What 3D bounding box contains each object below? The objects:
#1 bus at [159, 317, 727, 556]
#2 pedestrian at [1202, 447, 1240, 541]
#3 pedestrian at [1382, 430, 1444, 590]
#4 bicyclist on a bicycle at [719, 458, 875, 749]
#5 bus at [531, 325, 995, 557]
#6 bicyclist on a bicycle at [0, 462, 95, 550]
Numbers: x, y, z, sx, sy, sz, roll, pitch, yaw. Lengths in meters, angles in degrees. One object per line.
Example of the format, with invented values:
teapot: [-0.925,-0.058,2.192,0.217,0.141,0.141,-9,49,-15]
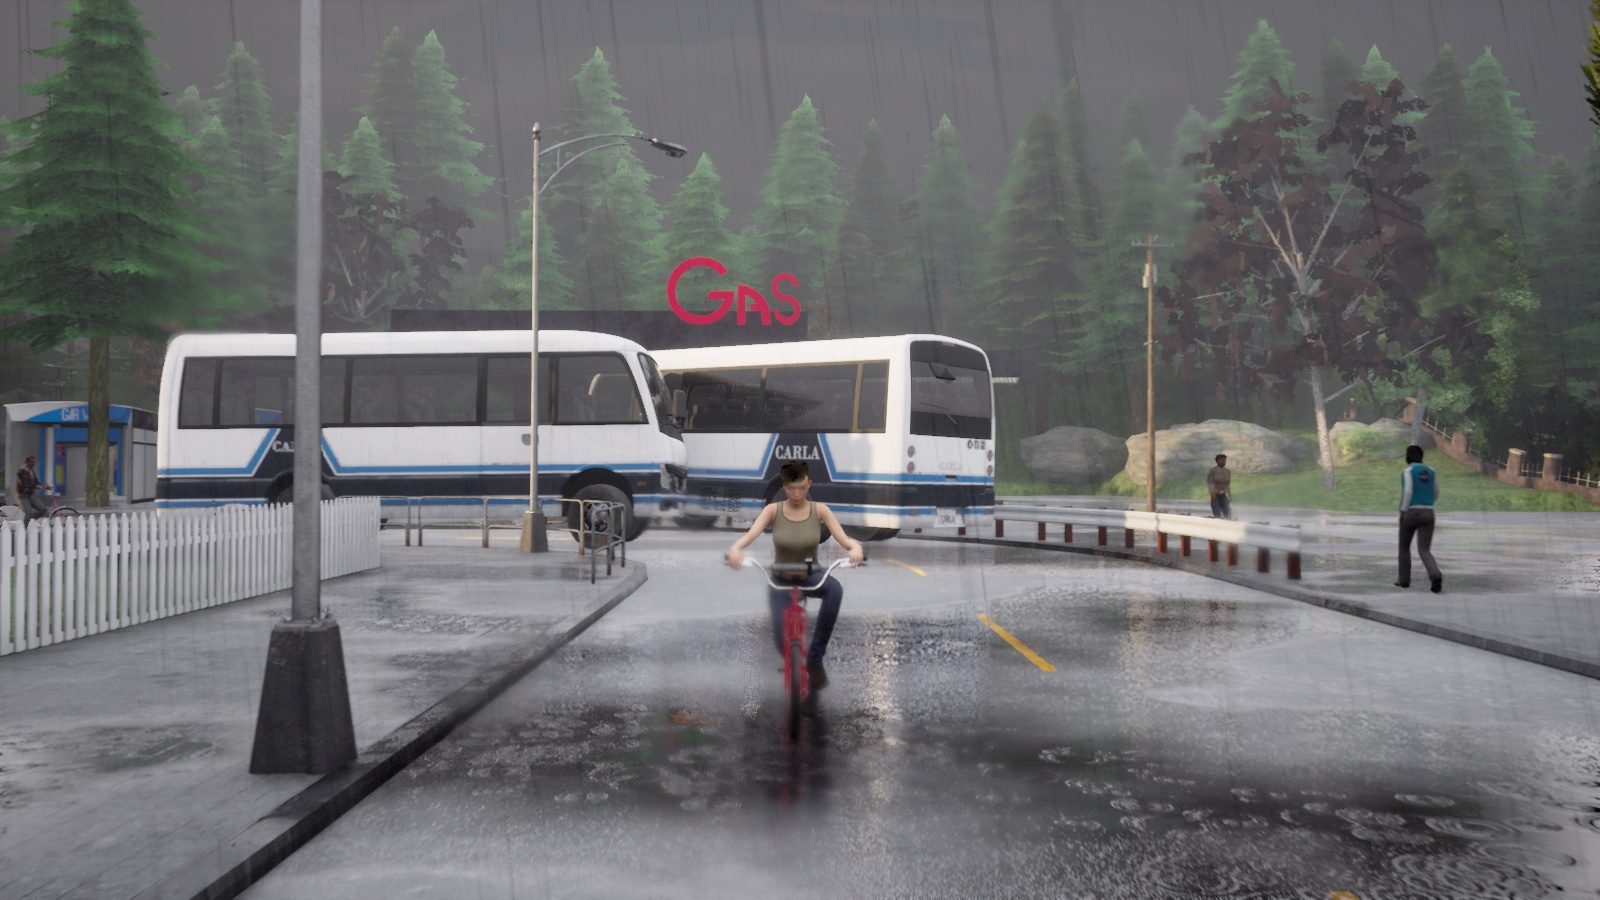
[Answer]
bus: [-6.782,-0.156,25.324,10.273,4.253,3.944,-1,-3,1]
pedestrian: [8.242,0.854,24.609,0.328,1.805,0.869,0,-1,-10]
pedestrian: [7.554,0.725,15.490,0.396,1.930,0.692,0,-1,0]
bicyclist on a bicycle: [-0.017,0.865,7.750,0.866,1.612,1.509,0,-1,0]
bus: [-1.170,-0.136,27.890,10.273,4.253,3.944,0,-1,41]
bicyclist on a bicycle: [-15.581,1.133,25.763,1.843,1.776,0.659,0,-1,0]
